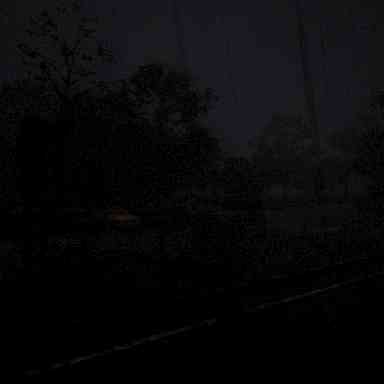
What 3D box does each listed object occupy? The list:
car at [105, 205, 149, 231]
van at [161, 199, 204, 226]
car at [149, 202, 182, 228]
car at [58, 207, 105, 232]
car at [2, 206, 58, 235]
[{"bbox_3d":[-5.268,1.667,22.757,1.946,1.575,5.366,1,-1,-36],"label":"car"},{"bbox_3d":[-0.794,1.522,26.047,1.878,1.987,4.442,1,-1,-36],"label":"van"},{"bbox_3d":[-3.137,1.738,24.549,2.163,1.488,4.792,1,-1,-36],"label":"car"},{"bbox_3d":[-7.649,1.661,21.316,2.163,1.488,4.792,1,-1,-36],"label":"car"},{"bbox_3d":[-9.884,1.594,19.672,2.231,1.521,4.892,1,-1,-36],"label":"car"}]
